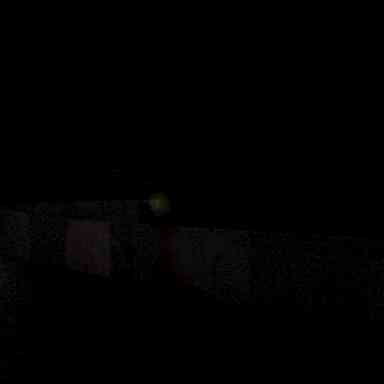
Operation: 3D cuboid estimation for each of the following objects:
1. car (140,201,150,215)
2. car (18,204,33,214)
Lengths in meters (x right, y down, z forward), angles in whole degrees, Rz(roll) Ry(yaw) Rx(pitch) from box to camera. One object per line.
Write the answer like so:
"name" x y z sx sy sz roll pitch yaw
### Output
"car" -6.136 1.508 31.543 1.882 1.535 5.008 -3 -1 36
"car" -12.170 1.649 23.330 2.128 1.511 4.902 -3 -1 36
